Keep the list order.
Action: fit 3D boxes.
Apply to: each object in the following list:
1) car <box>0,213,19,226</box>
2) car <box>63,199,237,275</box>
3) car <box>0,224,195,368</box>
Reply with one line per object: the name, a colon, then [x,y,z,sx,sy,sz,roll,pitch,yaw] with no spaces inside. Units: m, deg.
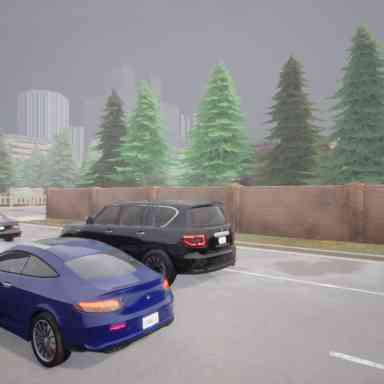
car: [-9.855,1.548,15.335,5.357,1.411,2.033,0,0,39]
car: [-1.462,1.221,9.347,5.566,2.045,2.150,0,0,36]
car: [-2.415,1.526,5.731,4.674,1.442,1.812,0,0,36]
